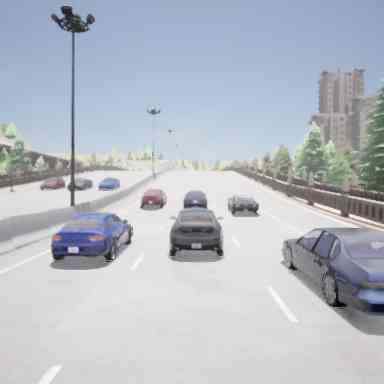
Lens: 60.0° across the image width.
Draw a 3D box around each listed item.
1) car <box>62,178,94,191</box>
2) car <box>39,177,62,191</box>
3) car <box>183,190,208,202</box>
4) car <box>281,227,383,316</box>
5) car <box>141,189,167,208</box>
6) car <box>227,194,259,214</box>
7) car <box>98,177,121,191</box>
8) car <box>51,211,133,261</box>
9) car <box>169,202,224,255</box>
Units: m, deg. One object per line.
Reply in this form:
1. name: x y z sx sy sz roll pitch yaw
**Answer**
1. car: -13.800 -1.013 41.362 2.033 1.411 5.357 0 7 1
2. car: -17.293 -1.077 41.598 1.812 1.442 4.674 0 7 1
3. car: 0.275 0.536 27.930 1.994 1.385 4.181 0 5 1
4. car: 3.613 1.538 7.841 2.033 1.411 5.357 0 1 1
5. car: -3.219 0.440 28.391 1.812 1.442 4.674 0 5 1
6. car: 3.747 0.817 25.186 1.895 1.301 4.718 0 5 1
7. car: -10.294 -1.100 41.633 1.882 1.535 5.008 0 7 1
8. car: -3.343 1.409 11.738 1.812 1.442 4.674 0 2 1
9. car: 0.168 1.376 12.873 1.837 1.490 4.892 0 2 1
